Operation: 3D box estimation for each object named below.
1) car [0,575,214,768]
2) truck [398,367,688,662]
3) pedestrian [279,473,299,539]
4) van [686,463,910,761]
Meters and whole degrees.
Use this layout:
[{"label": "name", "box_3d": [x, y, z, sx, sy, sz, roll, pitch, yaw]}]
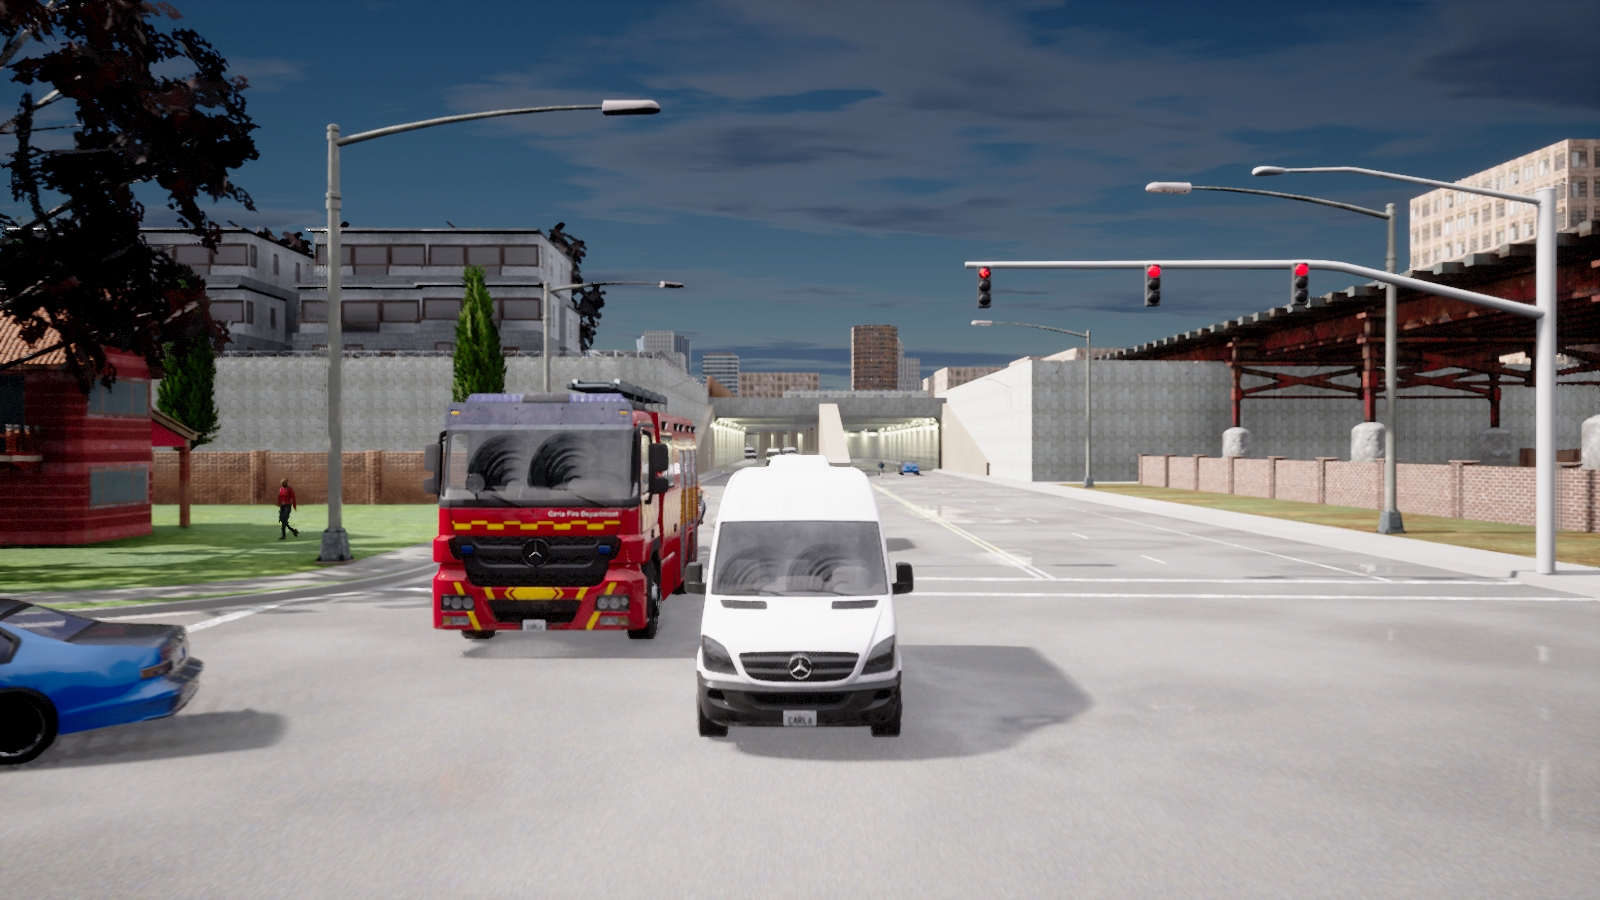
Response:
[{"label": "car", "box_3d": [-8.493, 2.059, 10.434, 5.357, 1.411, 2.033, 0, 0, -20]}, {"label": "truck", "box_3d": [-3.749, 0.818, 19.048, 2.891, 3.827, 8.468, 0, 0, 0]}, {"label": "pedestrian", "box_3d": [-14.579, 1.598, 32.584, 0.375, 1.860, 0.375, 0, 0, 19]}, {"label": "van", "box_3d": [-0.016, 1.476, 13.092, 1.988, 2.561, 5.915, 0, 0, 0]}]
